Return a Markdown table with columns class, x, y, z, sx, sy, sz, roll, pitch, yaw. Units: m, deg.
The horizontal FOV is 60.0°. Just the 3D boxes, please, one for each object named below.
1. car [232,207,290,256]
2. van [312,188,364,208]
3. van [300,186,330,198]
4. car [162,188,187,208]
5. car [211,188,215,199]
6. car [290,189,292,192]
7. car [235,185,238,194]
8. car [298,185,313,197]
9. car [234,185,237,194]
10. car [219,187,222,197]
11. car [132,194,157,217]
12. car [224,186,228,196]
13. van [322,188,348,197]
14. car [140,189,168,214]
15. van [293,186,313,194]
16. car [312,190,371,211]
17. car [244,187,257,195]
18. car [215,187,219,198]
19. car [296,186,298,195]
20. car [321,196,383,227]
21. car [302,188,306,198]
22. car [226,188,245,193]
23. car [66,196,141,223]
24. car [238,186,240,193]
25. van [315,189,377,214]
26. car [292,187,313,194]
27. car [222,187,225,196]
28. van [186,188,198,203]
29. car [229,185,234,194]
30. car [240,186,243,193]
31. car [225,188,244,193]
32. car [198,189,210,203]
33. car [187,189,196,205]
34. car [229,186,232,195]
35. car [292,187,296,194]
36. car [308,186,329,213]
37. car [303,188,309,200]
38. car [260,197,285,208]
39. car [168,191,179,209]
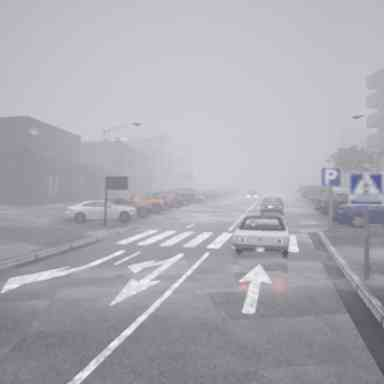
| class | x | y | z | sx | sy | sz | roll | pitch | yaw |
| --- | --- | --- | --- | --- | --- | --- | --- | --- | --- |
| car | 2.823 | 1.556 | 13.124 | 1.895 | 1.301 | 4.718 | 0 | 2 | 15 |
| van | 15.028 | 0.598 | 34.362 | 4.442 | 1.987 | 1.878 | 0 | 2 | -4 |
| van | 21.299 | -0.069 | 57.564 | 4.442 | 1.987 | 1.878 | 0 | 1 | -5 |
| car | -3.179 | 0.754 | 33.956 | 4.553 | 1.767 | 2.185 | -1 | 2 | -6 |
| car | 0.420 | 0.505 | 48.212 | 4.792 | 1.488 | 2.163 | -1 | 1 | -6 |
| car | 27.076 | -0.301 | 80.688 | 5.366 | 1.575 | 1.946 | 1 | 1 | -5 |
| car | 6.996 | -0.187 | 73.773 | 5.008 | 1.535 | 2.097 | -1 | 1 | -5 |
| car | 18.164 | 0.238 | 45.942 | 5.566 | 2.045 | 2.435 | 0 | 2 | -5 |
| car | 6.265 | -0.132 | 70.935 | 5.008 | 1.535 | 2.097 | -1 | 1 | -5 |
| car | 1.849 | 0.315 | 53.895 | 4.892 | 1.521 | 2.231 | -1 | 2 | -6 |
| car | -5.322 | 1.152 | 25.383 | 4.792 | 1.488 | 2.163 | -1 | 1 | -6 |
| car | 3.312 | 0.153 | 59.577 | 5.008 | 1.535 | 2.097 | -1 | 2 | -5 |
| van | 11.734 | 0.931 | 22.822 | 4.442 | 1.987 | 1.878 | 0 | 2 | -4 |
| car | -4.609 | 0.916 | 28.234 | 4.553 | 1.767 | 2.185 | -1 | 2 | -6 |
| van | 27.918 | -0.554 | 83.583 | 4.442 | 1.987 | 1.878 | 1 | 1 | -5 |
| car | 14.058 | 0.781 | 31.464 | 4.553 | 1.767 | 2.185 | 0 | 2 | -4 |
| car | 12.752 | -0.016 | 70.405 | 1.895 | 1.301 | 4.718 | 0 | 1 | 15 |
| car | 1.109 | 0.395 | 51.056 | 5.008 | 1.535 | 2.097 | -1 | 1 | -6 |
| car | 19.710 | 0.070 | 51.757 | 5.566 | 2.045 | 2.435 | 0 | 1 | -5 |
| car | 10.787 | 1.239 | 19.937 | 5.008 | 1.535 | 2.097 | 0 | 2 | -4 |
| car | 17.366 | 0.602 | 43.043 | 4.792 | 1.488 | 2.163 | 0 | 2 | -5 |
| car | 12.266 | -0.418 | 93.622 | 5.008 | 1.535 | 2.097 | -1 | 0 | -5 |
| car | -6.063 | 1.244 | 22.516 | 4.674 | 1.452 | 2.002 | -1 | 1 | -6 |
| car | 7.564 | -0.240 | 76.594 | 5.366 | 1.575 | 1.946 | -1 | 1 | -5 |
| van | 13.150 | 0.763 | 28.562 | 4.442 | 1.987 | 1.878 | 0 | 2 | -4 |
| car | 28.774 | -0.474 | 86.493 | 4.553 | 1.767 | 2.185 | 1 | 0 | -5 |
| car | 2.582 | 0.235 | 56.733 | 4.892 | 1.521 | 2.231 | -1 | 2 | -5 |
| van | -1.894 | 0.494 | 39.656 | 4.442 | 1.987 | 1.878 | -1 | 2 | -6 |
| car | 5.546 | -0.194 | 68.091 | 4.553 | 1.767 | 2.185 | -1 | 2 | -5 |
| car | 8.463 | -0.533 | 79.435 | 5.566 | 2.045 | 2.435 | -1 | 1 | -5 |
| car | 11.543 | -0.373 | 90.795 | 4.792 | 1.488 | 2.163 | -1 | 0 | -5 |
| car | -0.869 | 0.630 | 42.539 | 5.366 | 1.575 | 1.946 | -1 | 1 | -6 |
| car | -2.498 | 0.798 | 36.823 | 5.008 | 1.535 | 2.097 | -1 | 1 | -6 |
| car | 4.776 | 0.040 | 65.266 | 4.674 | 1.452 | 2.002 | -1 | 1 | -5 |
| car | 22.717 | -0.246 | 63.350 | 5.566 | 2.045 | 2.435 | 0 | 1 | -5 |
| car | 12.413 | 0.822 | 25.685 | 5.566 | 2.045 | 2.435 | 0 | 2 | -4 |
| car | 16.545 | 0.657 | 40.137 | 4.892 | 1.521 | 2.231 | 0 | 2 | -4 |
| car | 6.645 | 1.093 | 27.543 | 2.033 | 1.411 | 5.357 | 0 | 2 | 15 |
| car | -3.952 | 0.991 | 31.095 | 4.792 | 1.488 | 2.163 | -1 | 2 | -6 |
